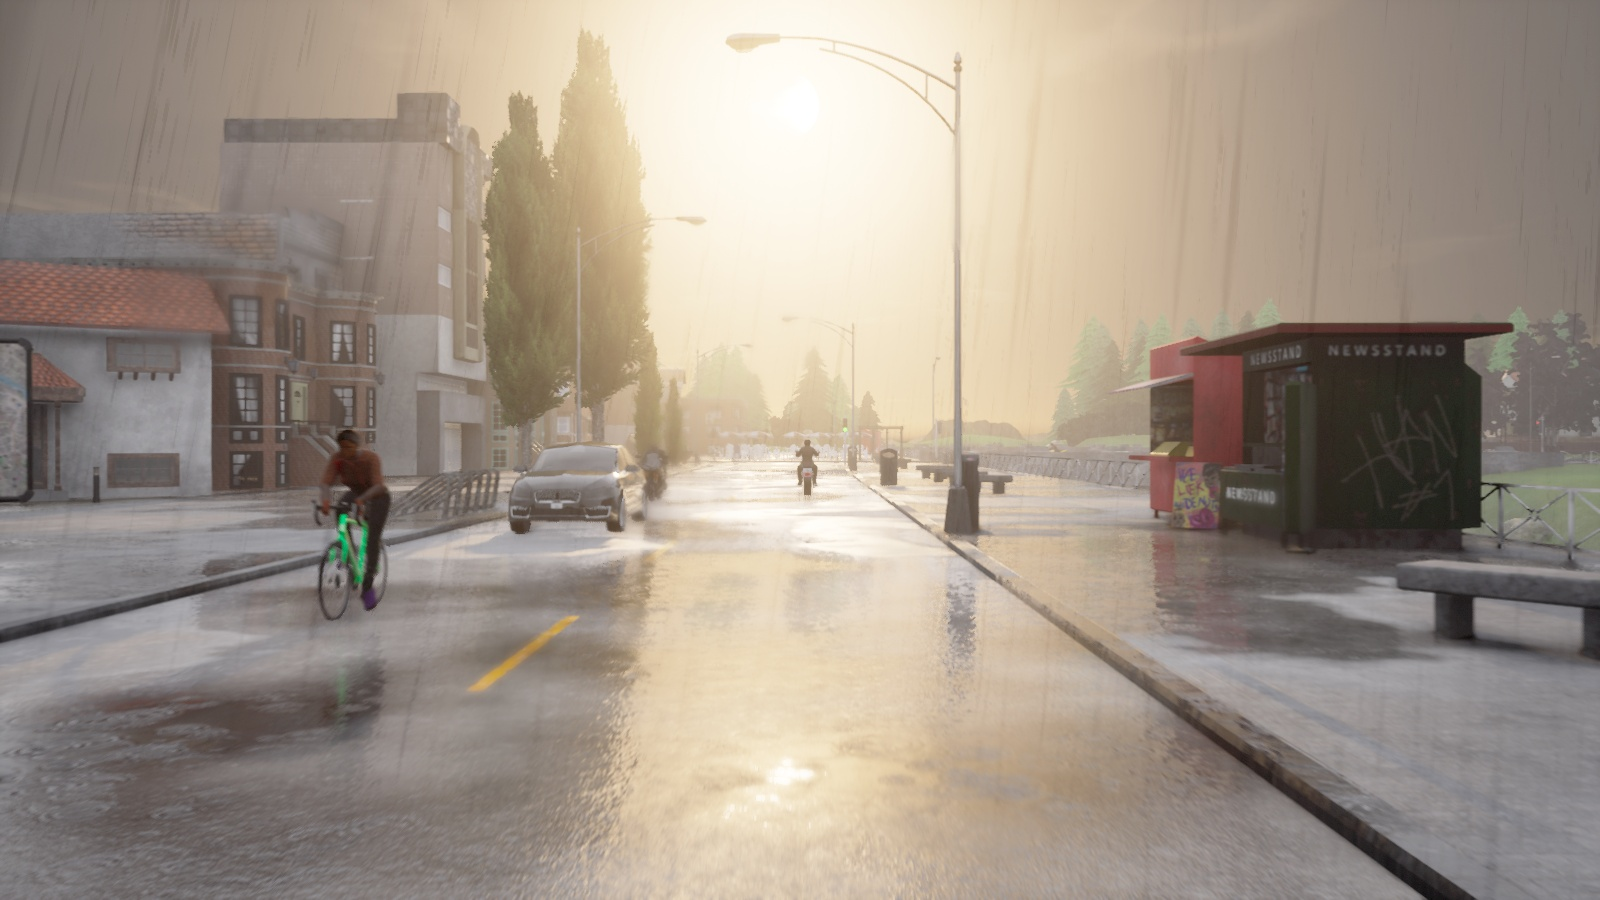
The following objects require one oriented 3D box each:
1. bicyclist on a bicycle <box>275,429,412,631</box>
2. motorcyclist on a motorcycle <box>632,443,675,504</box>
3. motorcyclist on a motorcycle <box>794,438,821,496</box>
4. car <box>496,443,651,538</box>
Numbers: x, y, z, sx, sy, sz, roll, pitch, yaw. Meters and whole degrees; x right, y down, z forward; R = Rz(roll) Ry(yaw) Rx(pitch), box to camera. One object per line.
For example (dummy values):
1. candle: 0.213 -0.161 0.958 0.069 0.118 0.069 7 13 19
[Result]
1. bicyclist on a bicycle: -3.923 0.635 10.917 0.582 1.620 1.656 0 1 0
2. motorcyclist on a motorcycle: -3.805 0.594 32.766 0.866 1.530 2.191 0 0 0
3. motorcyclist on a motorcycle: 0.219 0.489 36.875 0.766 1.649 2.350 0 0 0
4. car: -3.862 0.623 22.272 1.837 1.490 4.892 0 0 0
